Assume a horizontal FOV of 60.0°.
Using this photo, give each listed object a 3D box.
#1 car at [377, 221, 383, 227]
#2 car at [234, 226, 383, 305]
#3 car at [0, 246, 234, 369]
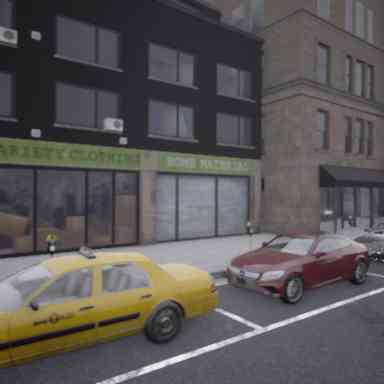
[{"bbox_3d":[7.143,1.622,11.275,4.403,1.369,2.008,0,0,-35],"label":"car"},{"bbox_3d":[2.734,1.622,8.135,4.206,1.307,1.802,0,0,-35],"label":"car"},{"bbox_3d":[-1.813,1.533,4.896,4.829,1.417,1.752,0,0,-35],"label":"car"}]
